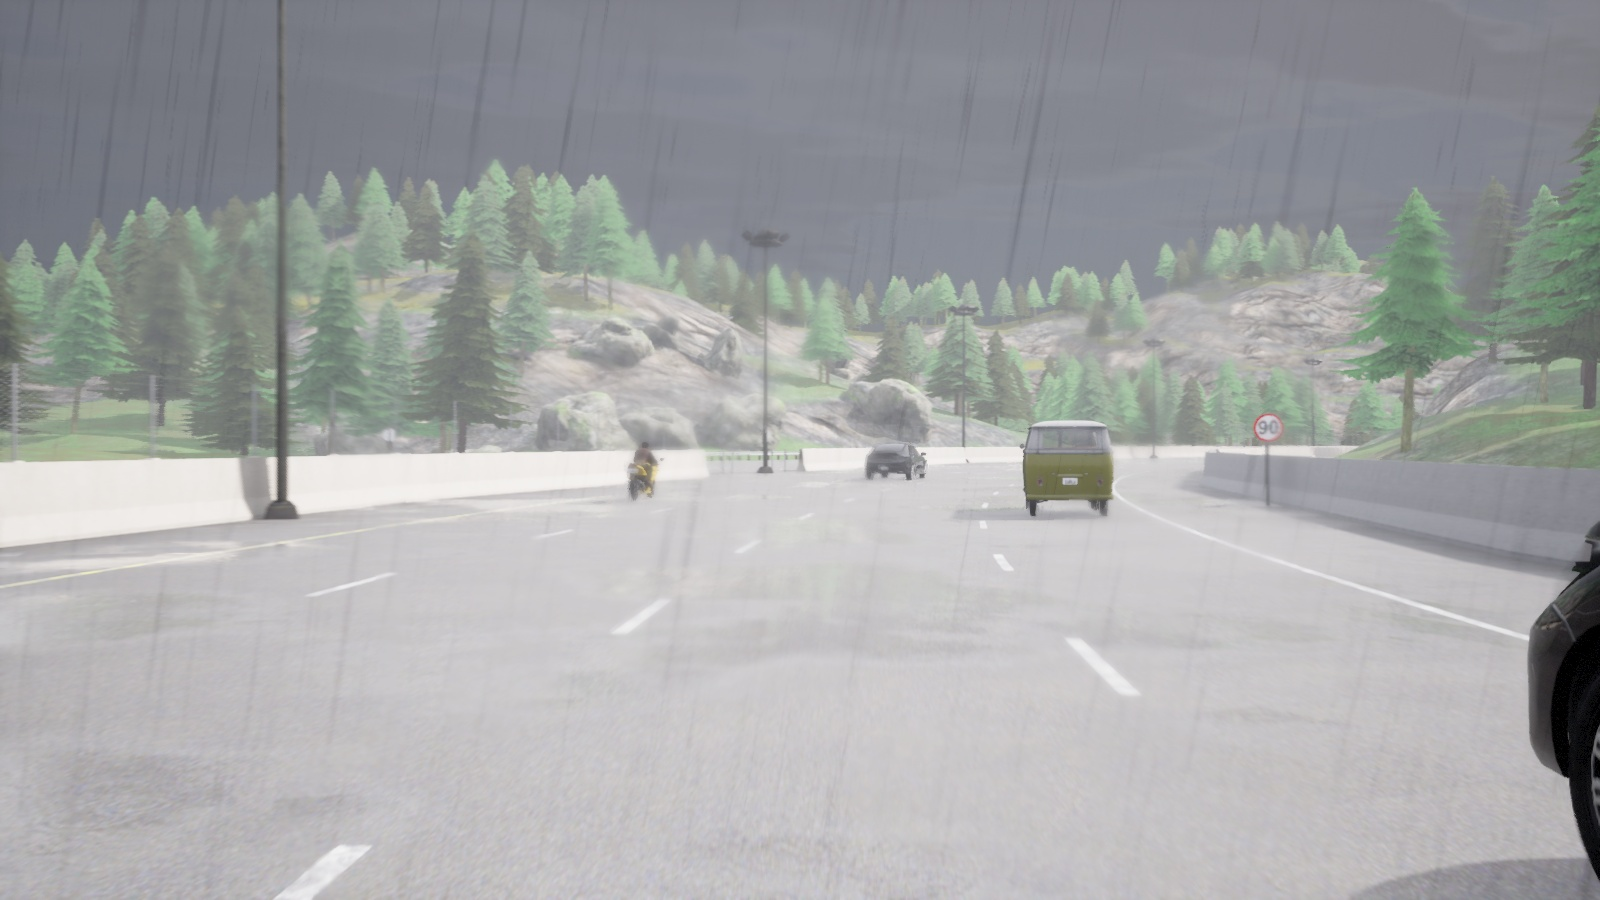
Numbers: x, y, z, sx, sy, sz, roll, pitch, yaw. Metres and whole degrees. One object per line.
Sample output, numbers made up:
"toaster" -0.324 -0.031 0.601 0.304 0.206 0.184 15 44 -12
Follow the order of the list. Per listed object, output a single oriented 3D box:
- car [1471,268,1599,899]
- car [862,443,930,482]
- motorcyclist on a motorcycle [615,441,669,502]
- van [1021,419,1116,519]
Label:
"car" 3.530 0.464 1.878 2.150 2.045 5.566 0 0 1
"car" 3.990 0.474 51.618 1.837 1.490 4.892 0 0 16
"motorcyclist on a motorcycle" -4.070 0.535 32.481 0.797 1.523 2.044 1 0 10
"van" 5.762 0.363 27.357 1.775 1.987 4.442 0 0 9
